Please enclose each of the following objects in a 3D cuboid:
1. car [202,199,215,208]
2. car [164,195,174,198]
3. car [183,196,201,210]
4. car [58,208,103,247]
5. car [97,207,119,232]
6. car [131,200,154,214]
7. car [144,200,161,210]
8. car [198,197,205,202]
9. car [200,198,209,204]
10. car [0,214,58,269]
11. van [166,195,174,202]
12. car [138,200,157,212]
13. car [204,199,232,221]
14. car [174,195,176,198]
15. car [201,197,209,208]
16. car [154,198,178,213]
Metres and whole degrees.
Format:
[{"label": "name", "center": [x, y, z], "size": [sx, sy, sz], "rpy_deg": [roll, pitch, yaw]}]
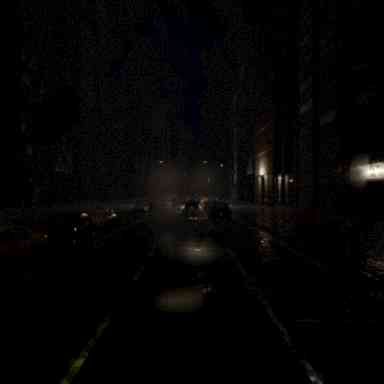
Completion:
[{"label": "car", "center": [2.692, 1.864, 55.135], "size": [1.947, 1.339, 4.313], "rpy_deg": [0, 0, 0]}, {"label": "car", "center": [-5.862, 1.872, 77.829], "size": [1.967, 1.590, 4.097], "rpy_deg": [0, 0, 0]}, {"label": "car", "center": [-0.056, 1.765, 48.516], "size": [1.837, 1.490, 4.892], "rpy_deg": [0, 0, 0]}, {"label": "car", "center": [-5.782, 1.645, 15.379], "size": [1.947, 1.339, 4.313], "rpy_deg": [0, 0, 0]}, {"label": "car", "center": [-5.789, 1.633, 20.885], "size": [1.752, 1.417, 4.829], "rpy_deg": [0, 0, 0]}, {"label": "car", "center": [-5.811, 1.724, 37.918], "size": [1.752, 1.417, 4.829], "rpy_deg": [0, 0, 0]}, {"label": "car", "center": [-5.826, 1.831, 49.442], "size": [1.947, 1.339, 4.313], "rpy_deg": [0, 0, 0]}, {"label": "car", "center": [2.642, 2.116, 94.878], "size": [1.802, 1.307, 4.206], "rpy_deg": [0, 0, 0]}, {"label": "car", "center": [2.671, 1.964, 72.167], "size": [1.947, 1.339, 4.313], "rpy_deg": [0, 0, 0]}, {"label": "car", "center": [-5.775, 1.575, 9.531], "size": [1.752, 1.417, 4.829], "rpy_deg": [0, 0, 0]}, {"label": "van", "center": [-5.876, 1.841, 89.185], "size": [1.690, 1.788, 3.998], "rpy_deg": [0, 0, 0]}, {"label": "car", "center": [-5.818, 1.777, 43.765], "size": [1.887, 1.381, 4.507], "rpy_deg": [0, 0, 0]}, {"label": "car", "center": [2.323, 1.629, 29.277], "size": [1.882, 1.535, 5.008], "rpy_deg": [0, 0, 0]}, {"label": "car", "center": [-5.869, 2.016, 83.506], "size": [2.008, 1.369, 4.403], "rpy_deg": [0, 0, 0]}, {"label": "car", "center": [2.699, 1.705, 49.458], "size": [1.967, 1.590, 4.097], "rpy_deg": [0, 0, 0]}, {"label": "car", "center": [-3.148, 1.763, 40.927], "size": [2.033, 1.411, 5.357], "rpy_deg": [0, 0, 0]}]
